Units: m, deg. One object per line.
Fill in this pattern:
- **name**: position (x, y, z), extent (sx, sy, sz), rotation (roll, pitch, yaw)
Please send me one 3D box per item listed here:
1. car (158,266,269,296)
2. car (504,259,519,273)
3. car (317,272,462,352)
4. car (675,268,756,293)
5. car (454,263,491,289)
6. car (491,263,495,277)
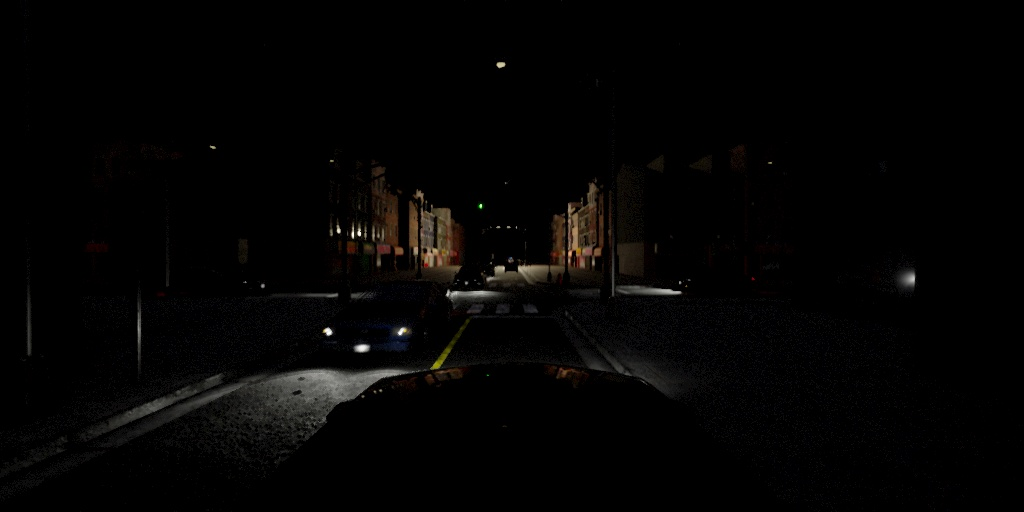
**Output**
- **car**: position (-15.137, 1.254, 18.241), extent (4.902, 1.511, 2.128), rotation (0, 0, 0)
- **car**: position (-0.092, 1.457, 46.071), extent (1.948, 1.339, 4.313), rotation (0, 0, 0)
- **car**: position (-2.754, 1.321, 9.237), extent (2.033, 1.411, 5.357), rotation (0, 0, 0)
- **car**: position (11.973, 1.412, 21.284), extent (4.181, 1.385, 1.994), rotation (0, 0, 0)
- **car**: position (-2.659, 1.347, 23.511), extent (1.837, 1.490, 4.892), rotation (0, 0, 1)
- **car**: position (-2.681, 1.411, 36.995), extent (2.033, 1.411, 5.357), rotation (0, 0, 0)
